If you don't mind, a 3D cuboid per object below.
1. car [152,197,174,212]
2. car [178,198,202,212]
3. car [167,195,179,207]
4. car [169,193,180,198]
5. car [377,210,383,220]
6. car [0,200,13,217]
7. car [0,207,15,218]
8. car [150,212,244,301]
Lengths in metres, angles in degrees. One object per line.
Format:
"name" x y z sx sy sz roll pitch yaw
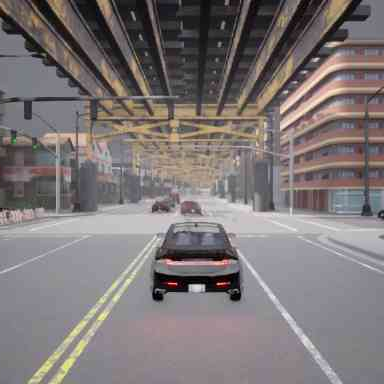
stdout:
"car" -3.457 1.601 37.984 1.895 1.301 4.718 0 0 1
"car" -0.081 1.526 32.485 1.812 1.442 4.674 -1 0 -4
"car" -3.404 1.547 48.351 2.033 1.411 5.357 0 0 0
"car" -3.325 1.198 61.071 2.150 2.045 5.566 0 0 1
"car" 16.510 1.564 25.319 4.181 1.385 1.994 0 0 0
"car" -16.709 1.295 26.001 4.536 1.218 1.853 0 0 -20
"car" -16.660 1.453 26.019 4.974 1.542 2.038 0 0 -20
"car" 0.105 1.492 8.321 2.128 1.511 4.902 0 0 0
